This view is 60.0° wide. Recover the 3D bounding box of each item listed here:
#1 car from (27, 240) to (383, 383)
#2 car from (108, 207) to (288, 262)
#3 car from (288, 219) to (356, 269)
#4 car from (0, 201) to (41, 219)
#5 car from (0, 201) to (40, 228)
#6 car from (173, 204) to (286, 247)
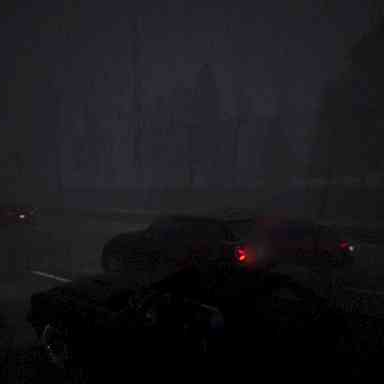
[{"bbox_3d":[0.070,1.587,3.948,4.718,1.301,1.895,0,0,36],"label":"car"},{"bbox_3d":[-0.213,1.320,8.456,4.553,1.767,2.097,0,0,36],"label":"car"},{"bbox_3d":[2.874,1.541,10.551,4.181,1.385,1.994,1,0,36],"label":"car"},{"bbox_3d":[-14.641,1.422,27.411,4.718,1.301,1.895,0,0,36],"label":"car"},{"bbox_3d":[-11.790,1.424,21.061,4.181,1.385,1.994,1,0,36],"label":"car"},{"bbox_3d":[1.676,1.443,15.715,4.902,1.511,2.128,1,0,36],"label":"car"}]
